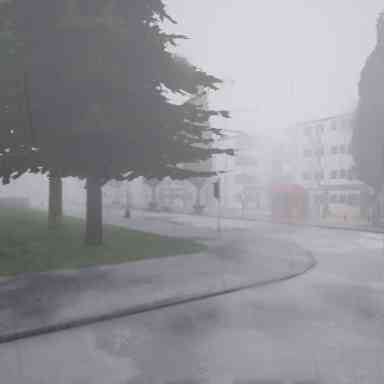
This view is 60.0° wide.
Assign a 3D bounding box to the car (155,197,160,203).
[{"bbox_3d":[-6.614,2.019,82.152,4.536,1.218,1.853,1,0,-5],"label":"car"}]

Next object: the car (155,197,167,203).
[{"bbox_3d":[-7.905,1.938,84.635,1.845,1.501,3.633,1,0,-24],"label":"car"}]

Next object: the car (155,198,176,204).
[{"bbox_3d":[-6.564,2.177,82.157,4.974,1.542,2.038,1,0,-5],"label":"car"}]
